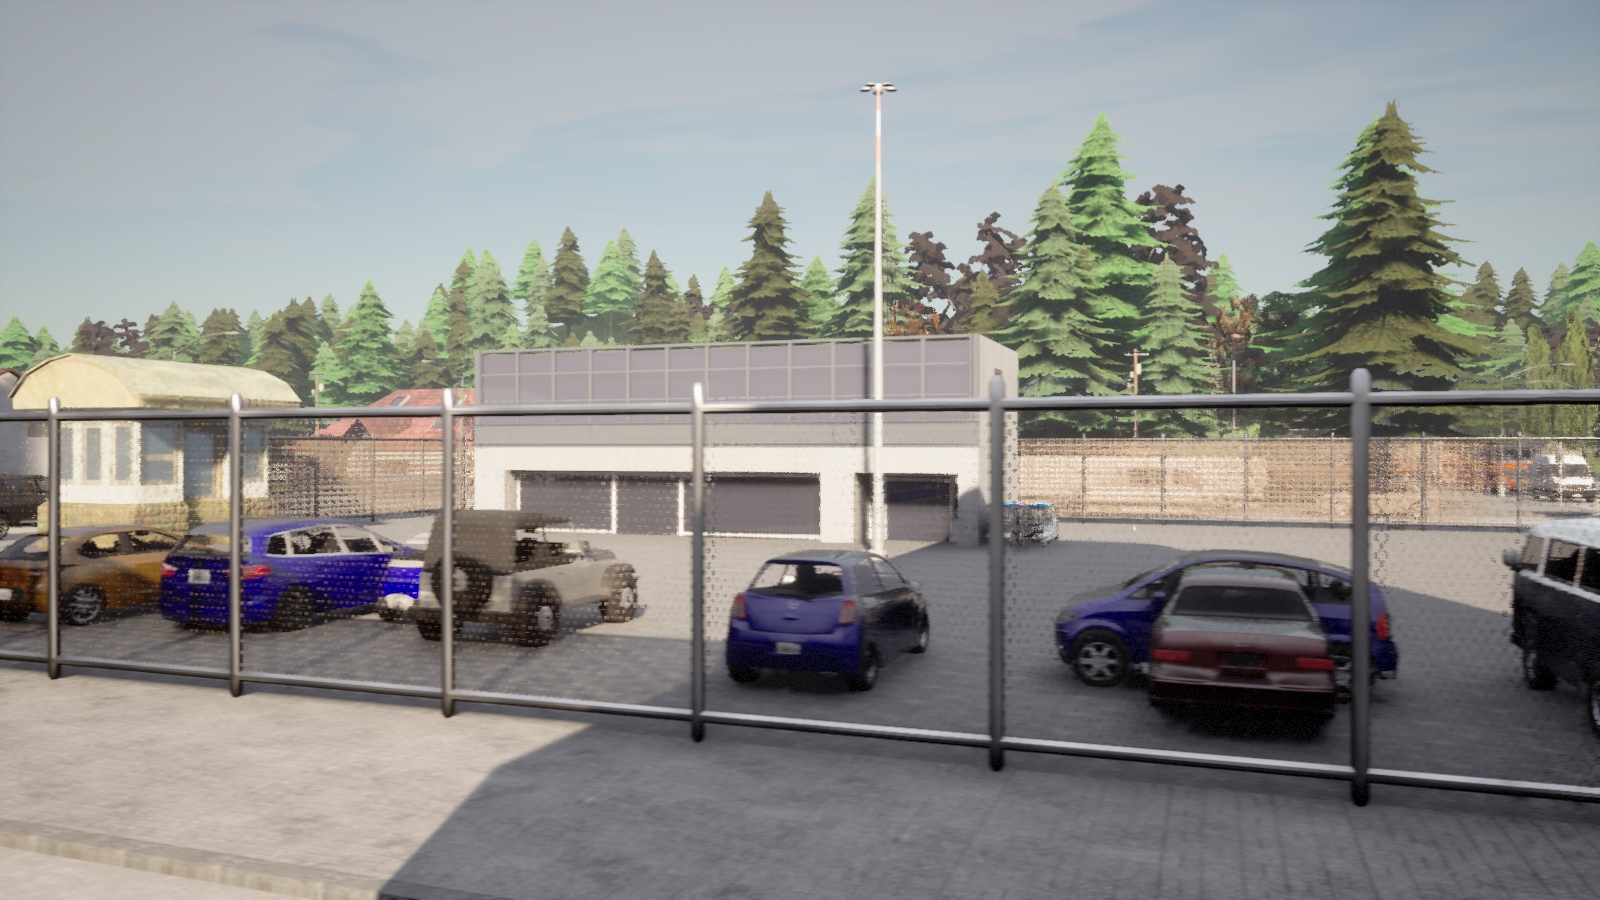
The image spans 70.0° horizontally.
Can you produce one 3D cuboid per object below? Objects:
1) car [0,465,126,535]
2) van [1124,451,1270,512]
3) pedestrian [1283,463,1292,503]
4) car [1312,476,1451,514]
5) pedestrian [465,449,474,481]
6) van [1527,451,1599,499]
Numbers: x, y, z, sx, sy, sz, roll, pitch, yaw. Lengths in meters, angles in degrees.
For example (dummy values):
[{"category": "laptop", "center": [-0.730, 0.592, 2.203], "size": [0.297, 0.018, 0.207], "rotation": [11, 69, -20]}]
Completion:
[{"category": "car", "center": [-24.622, 1.534, 36.140], "size": [2.150, 2.045, 5.566], "rotation": [0, 0, 21]}, {"category": "van", "center": [17.302, 1.313, 49.892], "size": [5.915, 2.561, 1.988], "rotation": [0, 0, 21]}, {"category": "pedestrian", "center": [22.907, 1.528, 53.677], "size": [0.375, 1.860, 0.375], "rotation": [0, 0, 19]}, {"category": "car", "center": [24.055, 1.843, 47.478], "size": [4.892, 1.480, 2.231], "rotation": [0, 0, 20]}, {"category": "pedestrian", "center": [-19.552, 0.886, 67.653], "size": [0.375, 1.860, 0.375], "rotation": [0, 0, 22]}, {"category": "van", "center": [42.236, 1.327, 63.335], "size": [1.988, 2.561, 5.915], "rotation": [0, 0, 20]}]
